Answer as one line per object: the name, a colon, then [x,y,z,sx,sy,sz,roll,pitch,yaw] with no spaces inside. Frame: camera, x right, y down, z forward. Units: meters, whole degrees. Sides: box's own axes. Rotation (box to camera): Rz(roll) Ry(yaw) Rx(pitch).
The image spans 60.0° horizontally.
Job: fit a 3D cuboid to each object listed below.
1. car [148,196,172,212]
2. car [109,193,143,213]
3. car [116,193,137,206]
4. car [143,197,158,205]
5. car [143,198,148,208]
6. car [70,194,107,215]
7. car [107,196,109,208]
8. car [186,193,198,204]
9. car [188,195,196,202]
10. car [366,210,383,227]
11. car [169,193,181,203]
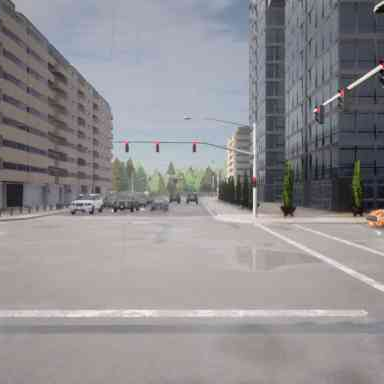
car: [-3.710,1.525,39.232,1.812,1.442,4.674,0,0,0]
car: [-7.426,1.221,38.092,2.150,2.045,5.566,0,0,1]
car: [-10.747,1.221,54.962,2.150,2.045,5.566,0,0,1]
car: [-7.198,1.564,58.356,1.994,1.385,4.181,0,0,1]
car: [-7.334,1.547,48.336,2.033,1.411,5.357,0,0,1]
car: [-10.935,1.221,34.917,2.150,2.045,5.566,0,0,-1]
car: [-10.876,1.352,44.761,2.097,1.767,4.553,0,0,1]
car: [0.050,1.221,63.804,2.150,2.045,5.566,0,0,1]
car: [0.083,1.500,74.517,1.837,1.490,4.892,0,0,1]
car: [13.575,1.407,21.083,4.553,1.767,2.097,0,0,0]
car: [-3.406,1.223,67.349,2.150,2.045,5.566,0,0,1]
